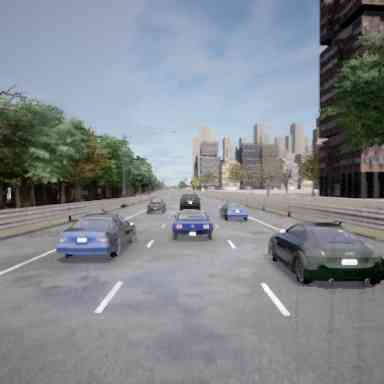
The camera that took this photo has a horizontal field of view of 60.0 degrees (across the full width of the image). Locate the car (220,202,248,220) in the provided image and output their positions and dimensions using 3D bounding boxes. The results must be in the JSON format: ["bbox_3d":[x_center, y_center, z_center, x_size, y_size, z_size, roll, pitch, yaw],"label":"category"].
[{"bbox_3d":[3.402,1.525,27.607,2.033,1.411,5.357,0,0,-1],"label":"car"}]

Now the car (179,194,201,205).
[{"bbox_3d":[-0.218,1.183,35.641,2.150,2.045,5.566,0,0,-1],"label":"car"}]

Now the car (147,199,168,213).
[{"bbox_3d":[-3.727,1.453,36.088,2.128,1.511,4.902,0,0,-1],"label":"car"}]

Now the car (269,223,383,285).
[{"bbox_3d":[3.565,1.560,9.550,1.994,1.385,4.181,0,0,0],"label":"car"}]

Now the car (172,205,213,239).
[{"bbox_3d":[0.009,1.592,17.218,1.895,1.301,4.718,0,0,-1],"label":"car"}]

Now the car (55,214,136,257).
[{"bbox_3d":[-3.453,1.543,12.884,2.033,1.411,5.357,0,0,0],"label":"car"}]
